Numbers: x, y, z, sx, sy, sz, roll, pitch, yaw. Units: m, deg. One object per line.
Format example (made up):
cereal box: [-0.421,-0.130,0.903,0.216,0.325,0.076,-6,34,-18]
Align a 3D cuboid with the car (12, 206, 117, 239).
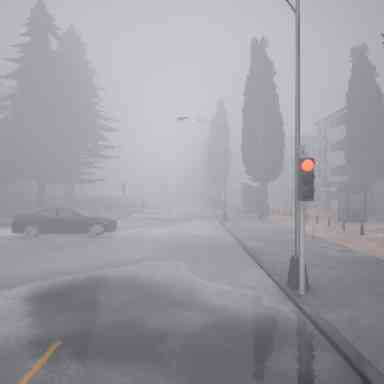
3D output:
car: [-6.429,1.477,17.080,5.008,1.535,1.882,0,0,-9]
